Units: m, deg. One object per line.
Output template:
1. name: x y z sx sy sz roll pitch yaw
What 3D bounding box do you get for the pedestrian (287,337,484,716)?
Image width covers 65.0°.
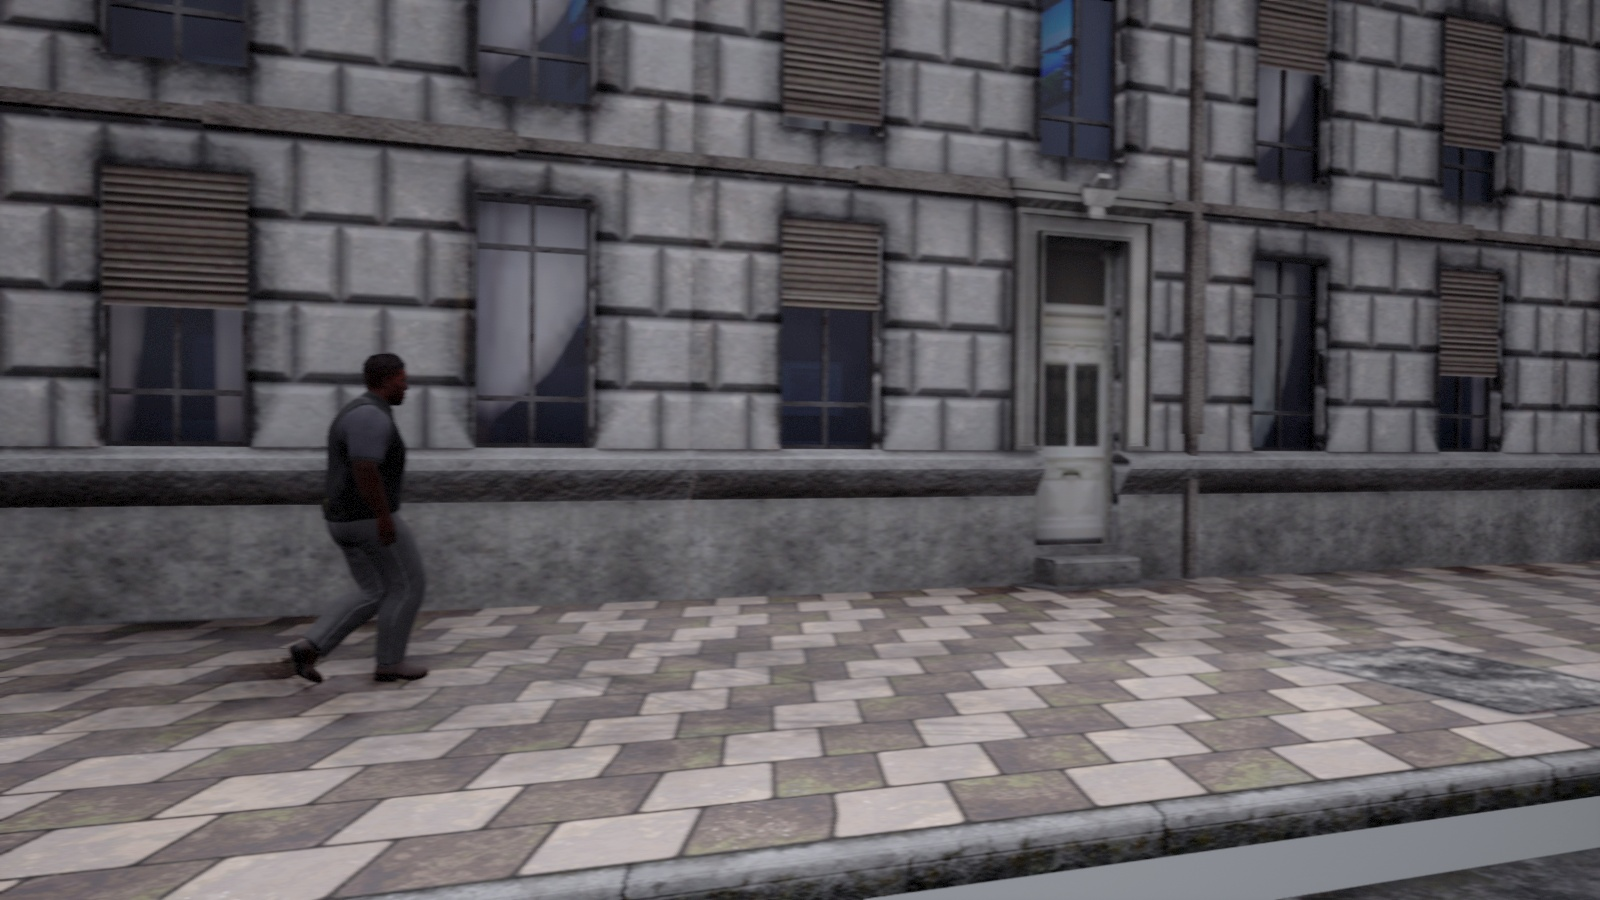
1. pedestrian: -2.209 0.371 6.696 0.849 1.883 0.563 -1 1 -33
